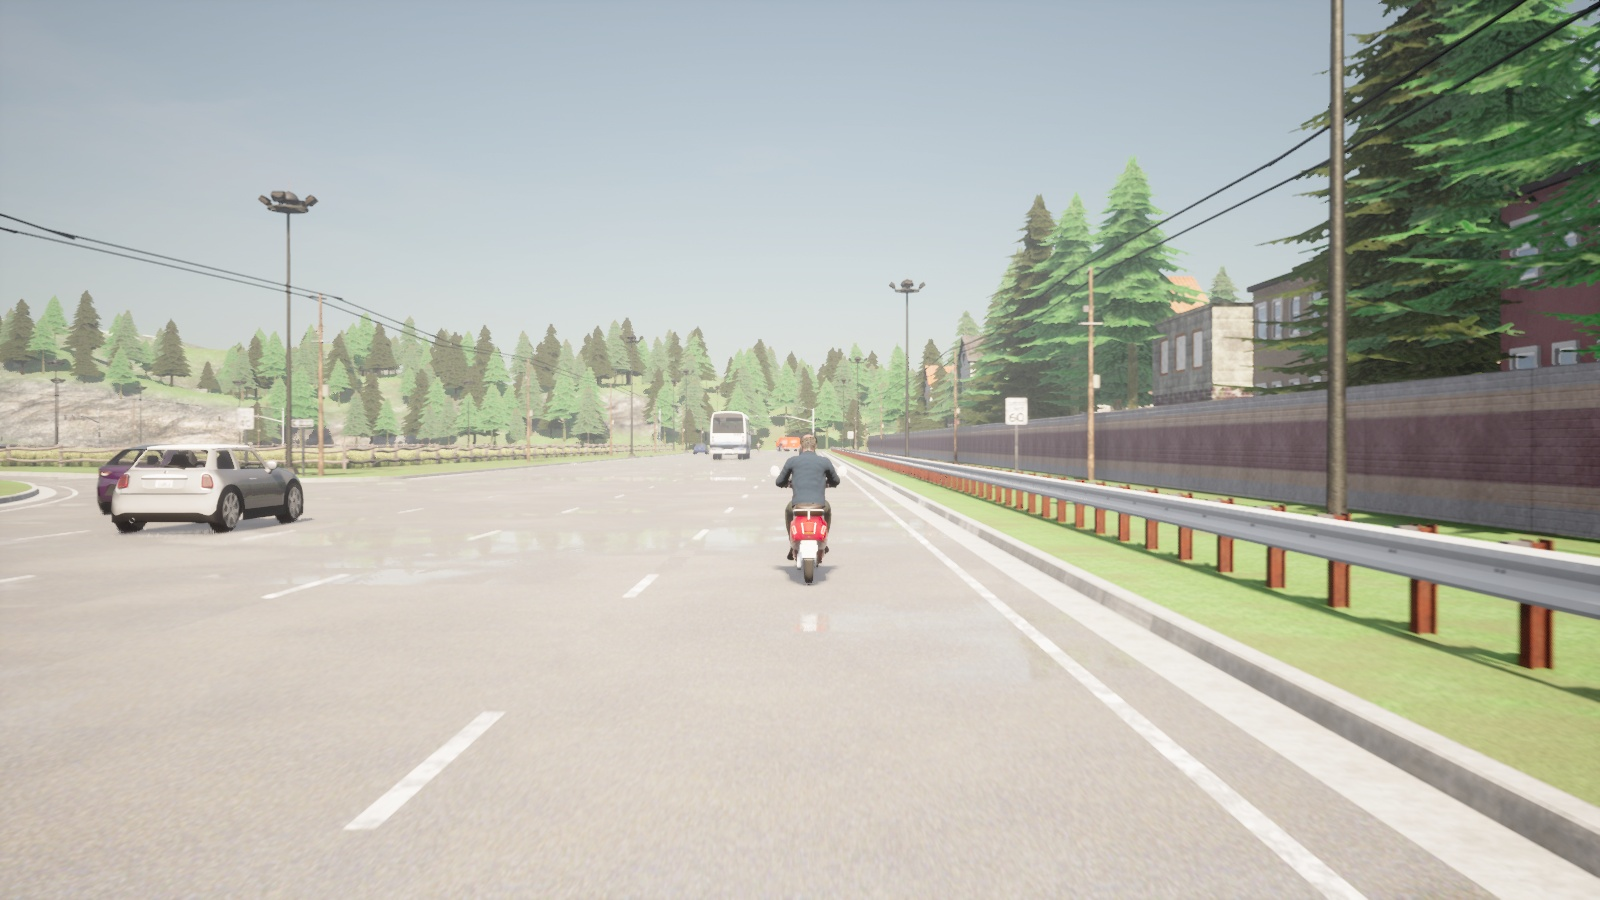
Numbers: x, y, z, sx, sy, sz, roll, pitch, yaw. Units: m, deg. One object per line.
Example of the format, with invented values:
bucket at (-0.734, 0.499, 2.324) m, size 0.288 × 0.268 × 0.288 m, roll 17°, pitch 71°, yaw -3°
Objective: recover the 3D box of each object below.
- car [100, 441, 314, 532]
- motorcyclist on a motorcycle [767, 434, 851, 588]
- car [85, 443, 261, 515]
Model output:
car at (-10.357, 0.576, 22.267) m, size 1.970 × 1.475 × 3.806 m, roll 0°, pitch 0°, yaw 0°
motorcyclist on a motorcycle at (0.095, 0.622, 13.889) m, size 0.866 × 1.590 × 1.817 m, roll 0°, pitch 0°, yaw 0°
car at (-13.825, 0.588, 27.979) m, size 1.816 × 1.474 × 4.193 m, roll 0°, pitch 0°, yaw 0°
